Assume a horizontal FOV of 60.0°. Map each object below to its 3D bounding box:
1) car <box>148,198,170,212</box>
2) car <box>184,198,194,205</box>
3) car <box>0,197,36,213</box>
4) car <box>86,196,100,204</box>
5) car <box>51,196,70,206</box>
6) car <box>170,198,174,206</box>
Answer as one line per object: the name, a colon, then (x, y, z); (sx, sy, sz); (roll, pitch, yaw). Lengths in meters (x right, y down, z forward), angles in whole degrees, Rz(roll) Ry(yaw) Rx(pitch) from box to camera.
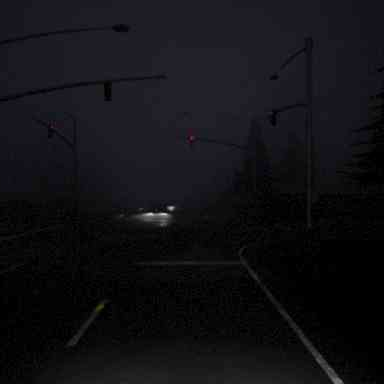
car: (-3.941, 1.633, 38.677); (1.895, 1.301, 4.718); (0, 0, 0)
car: (-0.536, 1.643, 58.914); (1.895, 1.301, 4.718); (0, 0, -1)
car: (-18.014, 1.385, 34.540); (2.007, 1.523, 4.514); (0, 0, 0)
car: (-18.008, 1.438, 60.574); (1.845, 1.501, 3.633); (0, 0, 0)
car: (-20.993, 1.446, 53.155); (1.970, 1.475, 3.806); (0, 0, 0)
car: (-4.058, 1.645, 55.240); (1.895, 1.301, 4.718); (0, 0, 0)
